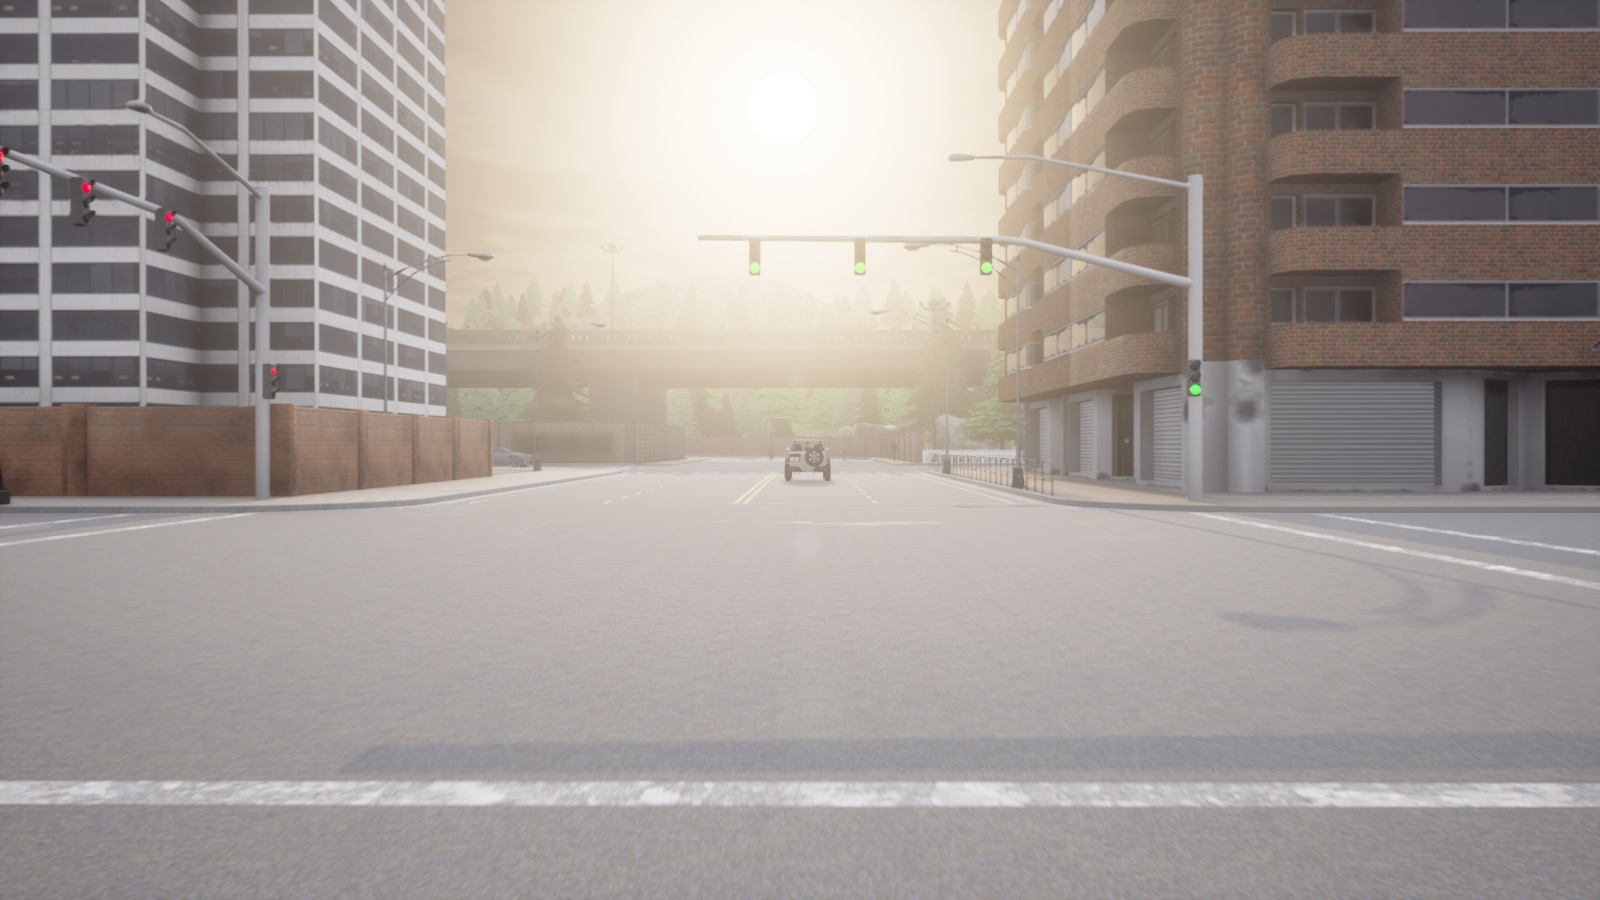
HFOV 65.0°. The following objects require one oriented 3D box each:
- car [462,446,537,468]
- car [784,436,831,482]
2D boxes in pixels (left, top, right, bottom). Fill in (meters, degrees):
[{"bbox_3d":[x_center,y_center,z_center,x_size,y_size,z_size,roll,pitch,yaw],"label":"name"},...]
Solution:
[{"bbox_3d":[-18.814,0.440,78.750,4.181,1.385,1.994,0,0,0],"label":"car"},{"bbox_3d":[0.322,0.359,53.708,1.932,1.855,4.605,0,0,0],"label":"car"}]
